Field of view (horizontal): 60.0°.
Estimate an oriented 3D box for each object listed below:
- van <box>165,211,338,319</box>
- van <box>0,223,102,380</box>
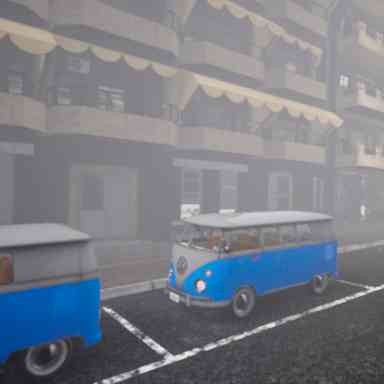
[{"bbox_3d":[1.414,1.331,7.079,3.998,1.788,1.690,0,2,-35],"label":"van"},{"bbox_3d":[-3.089,1.343,3.865,3.998,1.788,1.690,0,2,-35],"label":"van"}]
